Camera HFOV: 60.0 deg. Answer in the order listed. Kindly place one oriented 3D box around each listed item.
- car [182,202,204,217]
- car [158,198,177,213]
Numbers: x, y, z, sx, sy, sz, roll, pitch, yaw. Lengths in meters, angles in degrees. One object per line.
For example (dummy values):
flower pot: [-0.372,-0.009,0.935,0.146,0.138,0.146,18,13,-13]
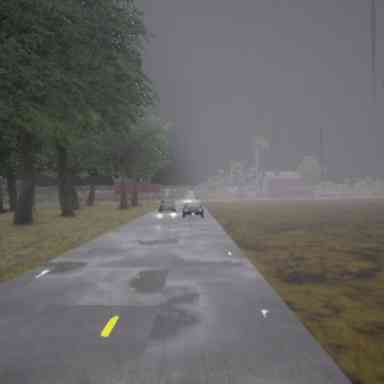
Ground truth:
car: [0.099,1.605,30.867,1.895,1.301,4.718,0,0,0]
car: [-2.753,1.519,37.885,1.837,1.490,4.892,0,-1,0]
